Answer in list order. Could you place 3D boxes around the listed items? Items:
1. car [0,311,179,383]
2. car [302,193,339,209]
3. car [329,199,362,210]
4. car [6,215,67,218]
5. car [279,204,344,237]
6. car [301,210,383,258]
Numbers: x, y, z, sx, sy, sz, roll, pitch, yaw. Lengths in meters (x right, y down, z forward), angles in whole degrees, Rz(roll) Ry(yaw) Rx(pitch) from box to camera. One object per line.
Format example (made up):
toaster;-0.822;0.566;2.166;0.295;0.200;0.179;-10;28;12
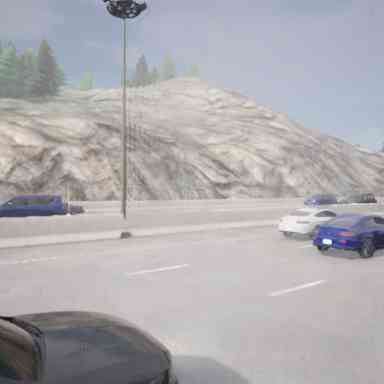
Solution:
car;-2.343;1.505;2.073;4.892;1.490;1.837;0;0;-36
car;18.273;1.222;47.109;5.566;2.045;2.150;0;0;-35
car;20.568;1.602;44.448;4.718;1.301;1.895;0;0;-35
car;-11.185;1.221;21.808;5.566;2.045;2.150;0;0;-36
car;6.363;1.526;16.887;4.674;1.442;1.812;0;0;-36
car;6.482;1.526;12.671;4.674;1.442;1.812;0;0;-36
